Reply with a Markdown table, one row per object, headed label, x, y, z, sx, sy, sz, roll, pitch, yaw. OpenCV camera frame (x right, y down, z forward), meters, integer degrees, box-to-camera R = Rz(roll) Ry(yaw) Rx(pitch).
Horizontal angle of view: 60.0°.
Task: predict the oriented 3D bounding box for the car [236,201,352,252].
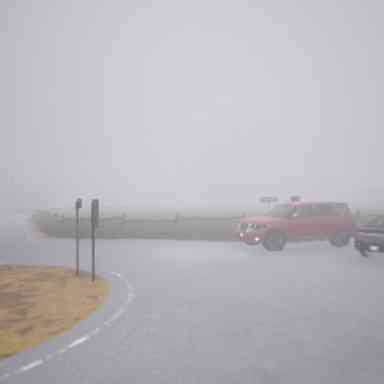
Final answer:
| label | x | y | z | sx | sy | sz | roll | pitch | yaw |
| --- | --- | --- | --- | --- | --- | --- | --- | --- | --- |
| car | 4.798 | 1.468 | 15.229 | 5.566 | 2.045 | 2.150 | -1 | -1 | -17 |

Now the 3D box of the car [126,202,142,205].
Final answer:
| label | x | y | z | sx | sy | sz | roll | pitch | yaw |
| --- | --- | --- | --- | --- | --- | --- | --- | --- | --- |
| car | -15.929 | 3.568 | 91.361 | 4.611 | 1.667 | 2.242 | 0 | -1 | -26 |

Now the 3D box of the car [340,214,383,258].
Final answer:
| label | x | y | z | sx | sy | sz | roll | pitch | yaw |
| --- | --- | --- | --- | --- | --- | --- | --- | --- | --- |
| car | 7.997 | 1.632 | 12.348 | 4.902 | 1.511 | 2.128 | 0 | -2 | -35 |
